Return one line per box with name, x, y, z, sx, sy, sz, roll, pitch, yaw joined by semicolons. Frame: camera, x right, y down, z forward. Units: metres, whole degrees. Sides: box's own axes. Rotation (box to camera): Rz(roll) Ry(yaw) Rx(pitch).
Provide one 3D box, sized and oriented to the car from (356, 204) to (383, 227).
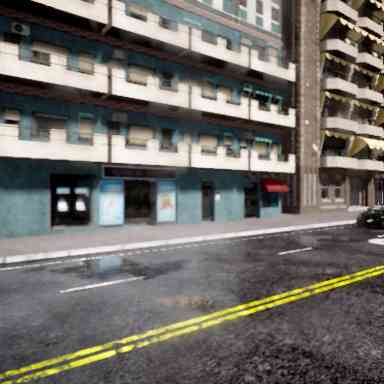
car;11.670;1.419;19.903;4.181;1.385;1.994;0;0;-35
